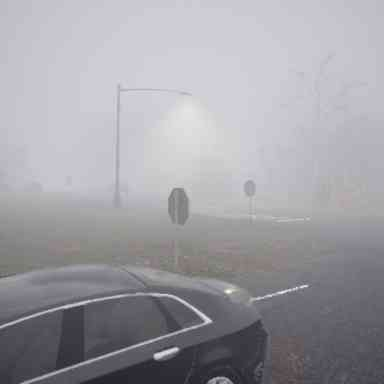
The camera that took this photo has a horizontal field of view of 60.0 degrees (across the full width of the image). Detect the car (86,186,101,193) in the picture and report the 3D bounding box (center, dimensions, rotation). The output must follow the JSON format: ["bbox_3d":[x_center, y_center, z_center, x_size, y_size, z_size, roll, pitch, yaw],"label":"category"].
[{"bbox_3d":[-17.591,-0.476,59.849,1.994,1.385,4.181,0,2,-36],"label":"car"}]

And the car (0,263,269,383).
[{"bbox_3d":[-1.457,1.514,2.829,4.892,1.490,1.837,0,0,-35],"label":"car"}]

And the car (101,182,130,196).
[{"bbox_3d":[-11.544,-0.484,51.383,2.150,2.045,5.566,0,2,-36],"label":"car"}]
